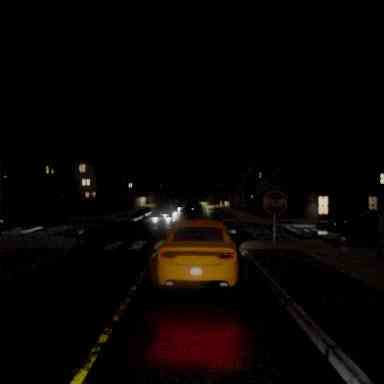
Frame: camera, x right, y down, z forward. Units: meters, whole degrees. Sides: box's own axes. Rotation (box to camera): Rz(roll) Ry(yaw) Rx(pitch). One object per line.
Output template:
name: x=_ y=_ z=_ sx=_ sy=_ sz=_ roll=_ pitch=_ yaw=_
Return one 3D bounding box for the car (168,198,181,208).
car: x=-2.842 y=1.792 z=54.250 sx=1.812 sy=1.442 sz=4.674 roll=0 pitch=0 yaw=0

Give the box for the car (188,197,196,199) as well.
car: x=-0.002 y=1.815 z=70.557 sx=1.882 sy=1.535 sz=5.008 roll=0 pitch=0 yaw=0

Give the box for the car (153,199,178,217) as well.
car: x=-2.859 y=1.720 z=34.183 sx=2.033 sy=1.411 sz=5.357 roll=0 pitch=0 yaw=0

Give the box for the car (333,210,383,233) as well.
car: x=11.669 y=1.877 z=21.640 sx=4.674 sy=1.442 sz=1.812 roll=1 pitch=1 yaw=0

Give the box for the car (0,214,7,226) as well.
car: x=-13.338 y=1.387 z=19.147 sx=4.892 sy=1.490 sz=1.837 roll=1 pitch=1 yaw=-1

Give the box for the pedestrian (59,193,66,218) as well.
pedestrian: x=-9.685 y=0.994 z=24.903 sx=0.375 sy=1.860 sz=0.375 roll=0 pitch=0 yaw=1

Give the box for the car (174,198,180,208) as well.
car: x=-2.849 y=1.712 z=44.168 sx=2.128 sy=1.511 sz=4.902 roll=0 pitch=0 yaw=0

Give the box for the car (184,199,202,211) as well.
car: x=0.092 y=1.749 z=36.671 sx=1.994 sy=1.385 sz=4.181 roll=0 pitch=0 yaw=0

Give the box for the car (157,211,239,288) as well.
car: x=0.248 y=1.525 z=9.449 sx=1.882 sy=1.535 sz=5.008 roll=0 pitch=0 yaw=4
